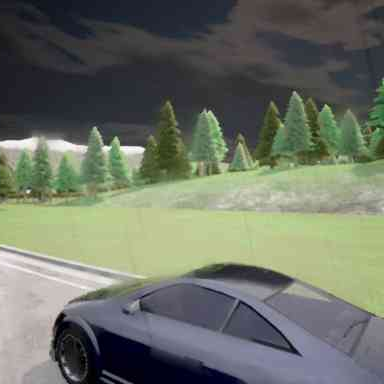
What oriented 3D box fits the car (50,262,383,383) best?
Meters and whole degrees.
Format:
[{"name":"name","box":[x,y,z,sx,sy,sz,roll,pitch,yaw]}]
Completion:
[{"name":"car","box":[0.209,1.572,3.911,4.181,1.385,1.994,0,0,36]}]
